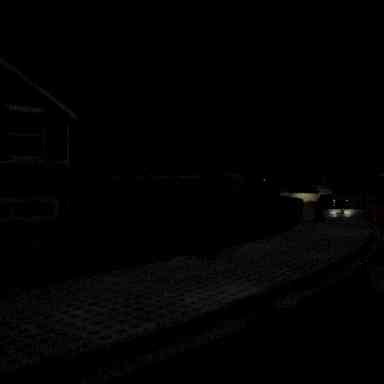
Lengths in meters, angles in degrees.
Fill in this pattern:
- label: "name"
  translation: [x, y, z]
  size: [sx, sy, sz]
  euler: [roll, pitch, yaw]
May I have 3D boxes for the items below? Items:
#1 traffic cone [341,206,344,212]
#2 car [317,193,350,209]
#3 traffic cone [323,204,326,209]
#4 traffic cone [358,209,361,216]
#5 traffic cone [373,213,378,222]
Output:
- label: "traffic cone"
  translation: [14.553, 1.677, 32.177]
  size: [0.340, 0.580, 0.340]
  euler: [-1, 0, 5]
- label: "car"
  translation: [16.416, 1.017, 38.896]
  size: [2.097, 1.767, 4.553]
  euler: [-1, 0, -4]
- label: "traffic cone"
  translation: [14.695, 1.650, 36.887]
  size: [0.340, 0.580, 0.340]
  euler: [-1, 0, -2]
- label: "traffic cone"
  translation: [13.869, 1.710, 27.515]
  size: [0.340, 0.580, 0.340]
  euler: [-1, 0, 12]
- label: "traffic cone"
  translation: [12.654, 1.748, 22.963]
  size: [0.340, 0.580, 0.340]
  euler: [-1, 0, 18]
